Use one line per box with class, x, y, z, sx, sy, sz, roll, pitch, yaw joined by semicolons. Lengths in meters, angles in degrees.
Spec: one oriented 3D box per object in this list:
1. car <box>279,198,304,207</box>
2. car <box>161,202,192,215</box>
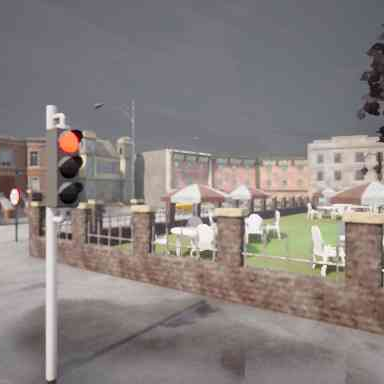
car;14.629;1.532;47.664;4.181;1.385;1.994;0;0;2
car;-1.129;1.432;34.054;1.882;1.535;5.008;0;0;35
